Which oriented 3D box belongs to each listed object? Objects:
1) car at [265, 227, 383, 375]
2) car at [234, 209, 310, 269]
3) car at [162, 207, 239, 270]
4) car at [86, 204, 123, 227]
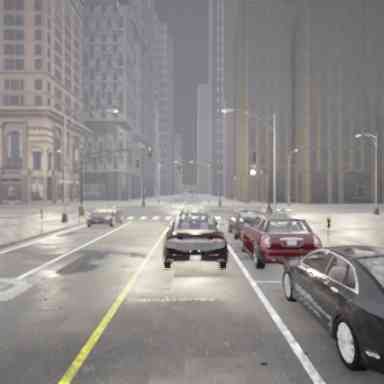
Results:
[{"bbox_3d":[2.760,1.547,5.485,2.008,1.369,4.403,0,0,0],"label":"car"},{"bbox_3d":[2.759,1.432,11.126,1.967,1.590,4.097,0,0,0],"label":"car"},{"bbox_3d":[0.095,1.484,11.010,2.128,1.511,4.902,0,0,0],"label":"car"},{"bbox_3d":[-5.767,1.533,22.406,2.008,1.369,4.403,0,0,0],"label":"car"}]
